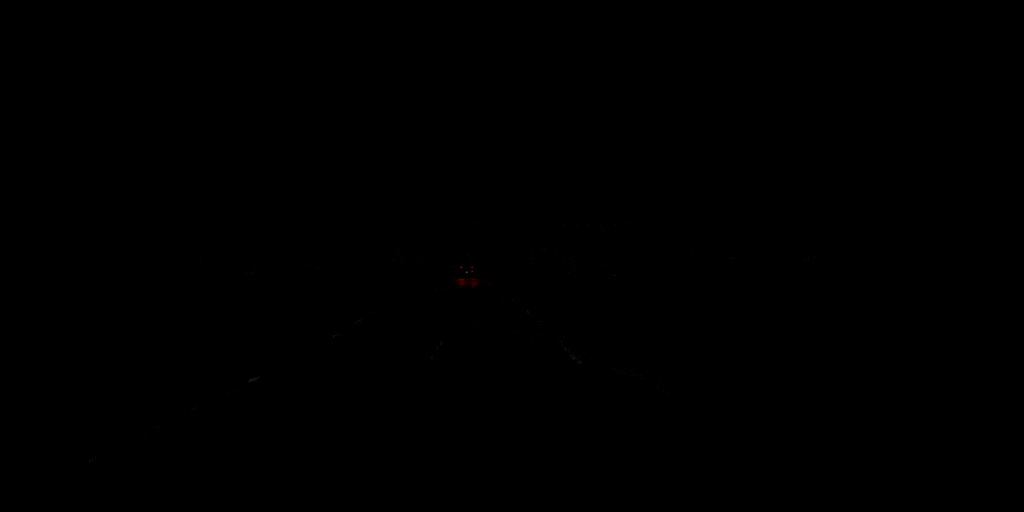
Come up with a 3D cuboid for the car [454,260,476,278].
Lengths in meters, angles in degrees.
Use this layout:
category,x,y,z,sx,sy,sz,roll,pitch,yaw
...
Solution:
category,x,y,z,sx,sy,sz,roll,pitch,yaw
car,-4.595,1.311,35.769,2.128,1.511,4.902,0,0,-9
